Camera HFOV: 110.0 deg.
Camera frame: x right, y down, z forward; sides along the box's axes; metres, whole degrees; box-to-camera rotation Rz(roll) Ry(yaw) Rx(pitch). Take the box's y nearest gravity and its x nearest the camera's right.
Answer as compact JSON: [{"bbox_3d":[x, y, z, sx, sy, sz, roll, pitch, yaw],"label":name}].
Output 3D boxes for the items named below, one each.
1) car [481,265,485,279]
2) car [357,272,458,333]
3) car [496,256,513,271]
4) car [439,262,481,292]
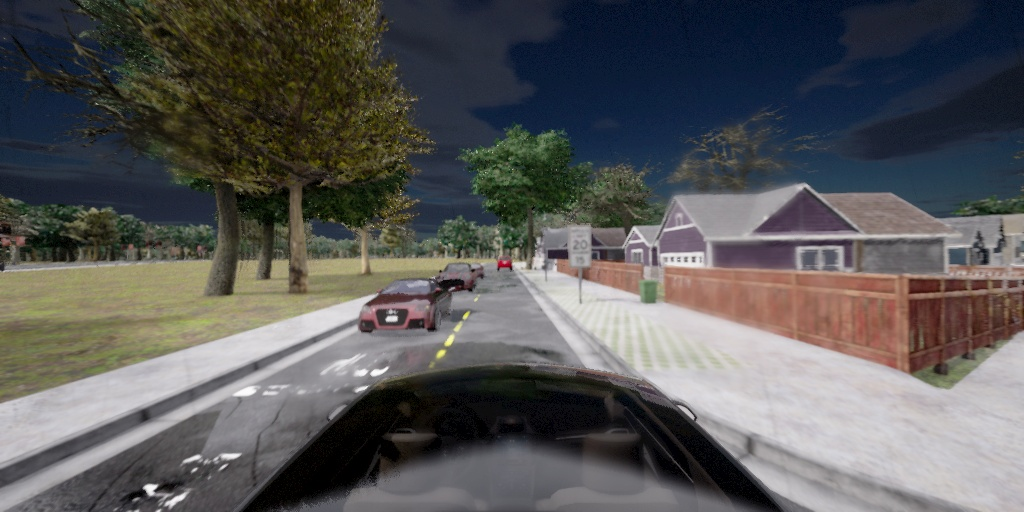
[{"bbox_3d":[-3.542,1.369,33.792,1.812,1.442,4.674,-1,0,-1],"label":"car"},{"bbox_3d":[-3.018,1.375,10.902,1.994,1.385,4.181,-1,0,-1],"label":"car"},{"bbox_3d":[-1.032,1.019,51.324,2.150,2.045,5.566,-1,0,-1],"label":"car"},{"bbox_3d":[-3.278,1.179,21.819,2.097,1.767,4.553,-1,0,-1],"label":"car"}]
